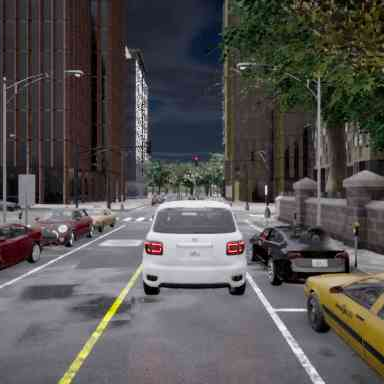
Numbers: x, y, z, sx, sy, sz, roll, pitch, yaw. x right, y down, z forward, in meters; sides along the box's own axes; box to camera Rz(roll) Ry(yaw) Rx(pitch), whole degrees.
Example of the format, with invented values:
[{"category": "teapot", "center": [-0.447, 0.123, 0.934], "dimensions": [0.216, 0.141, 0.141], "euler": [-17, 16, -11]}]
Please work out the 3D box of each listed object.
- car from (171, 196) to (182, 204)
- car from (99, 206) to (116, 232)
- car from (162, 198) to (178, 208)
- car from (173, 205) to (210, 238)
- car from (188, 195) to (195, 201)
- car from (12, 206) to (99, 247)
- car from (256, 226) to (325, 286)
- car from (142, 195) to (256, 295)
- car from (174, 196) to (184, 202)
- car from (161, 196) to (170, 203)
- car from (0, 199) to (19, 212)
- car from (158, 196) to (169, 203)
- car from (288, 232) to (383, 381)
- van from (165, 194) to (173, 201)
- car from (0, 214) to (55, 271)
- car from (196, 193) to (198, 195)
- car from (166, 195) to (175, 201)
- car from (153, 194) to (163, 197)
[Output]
[{"category": "car", "center": [-3.069, 1.583, 66.991], "dimensions": [1.994, 1.385, 4.181], "euler": [0, 0, 1]}, {"category": "car", "center": [-5.778, 1.527, 19.981], "dimensions": [1.752, 1.417, 4.829], "euler": [0, 0, 0]}, {"category": "car", "center": [-3.130, 1.574, 48.122], "dimensions": [1.994, 1.385, 4.181], "euler": [0, 0, 0]}, {"category": "car", "center": [0.010, 1.527, 18.480], "dimensions": [1.812, 1.442, 4.674], "euler": [0, 0, 0]}, {"category": "car", "center": [-0.063, 1.534, 88.597], "dimensions": [1.837, 1.490, 4.892], "euler": [0, 0, 0]}, {"category": "car", "center": [-5.775, 1.441, 14.694], "dimensions": [1.967, 1.590, 4.097], "euler": [0, 0, 0]}, {"category": "car", "center": [2.754, 1.566, 9.245], "dimensions": [1.947, 1.339, 4.313], "euler": [0, 0, 0]}, {"category": "car", "center": [0.060, 1.222, 8.835], "dimensions": [2.150, 2.045, 5.566], "euler": [0, 0, 0]}, {"category": "car", "center": [-3.055, 1.559, 77.331], "dimensions": [2.033, 1.411, 5.357], "euler": [0, 0, 0]}, {"category": "car", "center": [-5.816, 1.549, 73.701], "dimensions": [1.752, 1.417, 4.829], "euler": [0, 0, 0]}, {"category": "car", "center": [-19.194, 1.203, 31.543], "dimensions": [5.357, 1.411, 2.033], "euler": [1, 0, -5]}, {"category": "car", "center": [-5.812, 1.602, 68.434], "dimensions": [1.802, 1.307, 4.206], "euler": [0, 0, 0]}, {"category": "car", "center": [2.758, 1.525, 3.958], "dimensions": [1.752, 1.417, 4.829], "euler": [0, 0, 0]}, {"category": "van", "center": [-5.824, 1.372, 84.747], "dimensions": [1.690, 1.788, 3.998], "euler": [0, 0, 0]}, {"category": "car", "center": [-5.771, 1.545, 9.237], "dimensions": [1.887, 1.381, 4.507], "euler": [0, 0, 0]}, {"category": "car", "center": [-0.056, 1.551, 78.691], "dimensions": [1.812, 1.442, 4.674], "euler": [0, 0, 0]}, {"category": "car", "center": [-5.827, 1.586, 90.184], "dimensions": [2.008, 1.369, 4.403], "euler": [0, 0, 0]}, {"category": "car", "center": [-5.805, 1.329, 57.559], "dimensions": [2.192, 1.841, 5.009], "euler": [0, 0, 0]}]
